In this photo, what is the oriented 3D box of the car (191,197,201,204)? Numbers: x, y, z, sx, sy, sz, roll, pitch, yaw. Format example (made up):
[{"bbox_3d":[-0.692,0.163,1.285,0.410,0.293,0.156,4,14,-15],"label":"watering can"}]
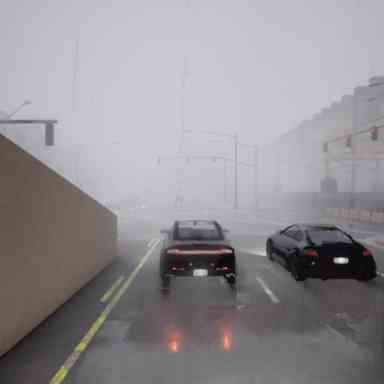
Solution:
[{"bbox_3d":[0.863,1.768,69.653,2.033,1.411,5.357,0,0,1],"label":"car"}]

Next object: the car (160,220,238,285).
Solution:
[{"bbox_3d":[0.109,1.551,9.672,2.128,1.511,4.902,0,0,-2],"label":"car"}]

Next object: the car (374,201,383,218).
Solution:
[{"bbox_3d":[17.476,1.452,26.457,1.853,1.218,4.536,0,0,-35],"label":"car"}]

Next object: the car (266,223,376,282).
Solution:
[{"bbox_3d":[3.578,1.624,9.983,1.994,1.385,4.181,0,0,0],"label":"car"}]

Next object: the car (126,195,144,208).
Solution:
[{"bbox_3d":[-10.083,1.552,55.632,2.150,2.045,5.566,0,0,2],"label":"car"}]

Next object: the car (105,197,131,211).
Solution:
[{"bbox_3d":[-10.344,1.819,45.699,2.033,1.411,5.357,0,0,2],"label":"car"}]

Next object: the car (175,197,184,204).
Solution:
[{"bbox_3d":[-2.636,1.769,69.742,2.033,1.411,5.357,0,0,1],"label":"car"}]

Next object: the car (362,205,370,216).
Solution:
[{"bbox_3d":[17.553,1.637,31.105,4.974,1.542,2.038,0,0,-45],"label":"car"}]

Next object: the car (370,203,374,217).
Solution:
[{"bbox_3d":[17.446,1.610,26.499,2.038,1.542,4.974,0,0,-35],"label":"car"}]

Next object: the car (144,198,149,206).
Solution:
[{"bbox_3d":[-9.772,1.954,65.603,1.994,1.385,4.181,0,0,2],"label":"car"}]

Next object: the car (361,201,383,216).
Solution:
[{"bbox_3d":[17.589,1.480,31.143,4.536,1.218,1.853,0,0,-45],"label":"car"}]
